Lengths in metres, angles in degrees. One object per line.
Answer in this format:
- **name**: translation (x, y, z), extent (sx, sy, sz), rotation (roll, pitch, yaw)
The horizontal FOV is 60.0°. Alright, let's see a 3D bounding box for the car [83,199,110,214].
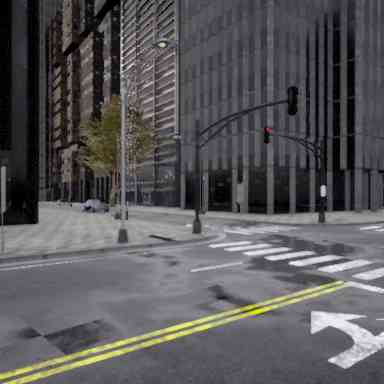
- **car**: translation (-12.003, 1.742, 41.666), extent (2.097, 1.767, 4.553), rotation (0, -1, -35)
